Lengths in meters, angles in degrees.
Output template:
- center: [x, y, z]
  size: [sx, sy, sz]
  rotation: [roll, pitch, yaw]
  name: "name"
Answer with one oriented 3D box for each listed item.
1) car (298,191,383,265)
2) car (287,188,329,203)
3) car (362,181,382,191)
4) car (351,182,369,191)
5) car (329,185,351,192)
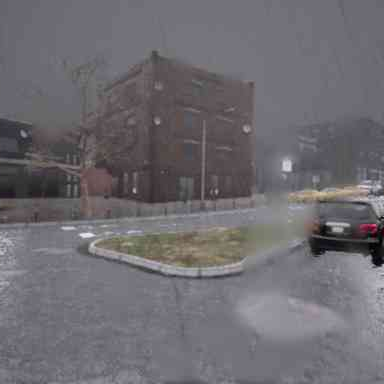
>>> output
- center: [5.989, 1.165, 12.070]
  size: [2.150, 2.045, 5.566]
  rotation: [1, 2, 38]
  name: "car"
- center: [12.354, 0.406, 36.069]
  size: [5.366, 1.575, 1.946]
  rotation: [-3, 3, -41]
  name: "car"
- center: [25.005, -0.552, 47.171]
  size: [5.566, 2.045, 2.435]
  rotation: [-3, 3, -41]
  name: "car"
- center: [20.650, -0.060, 43.350]
  size: [5.366, 1.575, 1.946]
  rotation: [-3, 3, -41]
  name: "car"
- center: [16.505, 0.172, 39.705]
  size: [5.366, 1.575, 1.946]
  rotation: [-3, 3, -41]
  name: "car"
